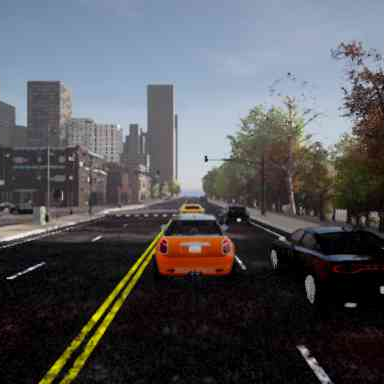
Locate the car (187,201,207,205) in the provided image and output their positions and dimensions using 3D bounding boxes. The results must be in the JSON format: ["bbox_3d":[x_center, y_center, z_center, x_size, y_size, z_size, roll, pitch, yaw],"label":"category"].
[{"bbox_3d":[0.027,1.713,26.737,1.882,1.535,5.008,0,-1,0],"label":"car"}]

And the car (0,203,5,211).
[{"bbox_3d":[-28.428,2.266,49.431,4.403,1.369,2.008,-1,1,0],"label":"car"}]

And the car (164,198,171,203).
[{"bbox_3d":[-6.767,2.324,92.480,2.128,1.511,4.902,0,0,0],"label":"car"}]

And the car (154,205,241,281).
[{"bbox_3d":[0.072,1.444,10.337,2.097,1.767,4.553,0,0,0],"label":"car"}]

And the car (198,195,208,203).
[{"bbox_3d":[2.995,1.871,88.149,2.150,2.045,5.566,0,0,0],"label":"car"}]

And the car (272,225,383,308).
[{"bbox_3d":[3.327,1.548,8.133,1.882,1.535,5.008,0,-1,0],"label":"car"}]

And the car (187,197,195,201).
[{"bbox_3d":[-0.256,2.221,88.522,1.994,1.385,4.181,0,0,0],"label":"car"}]

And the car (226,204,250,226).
[{"bbox_3d":[3.280,1.728,25.662,1.837,1.490,4.892,0,-1,0],"label":"car"}]

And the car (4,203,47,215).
[{"bbox_3d":[-20.070,2.190,40.944,4.313,1.339,1.947,-1,1,0],"label":"car"}]
